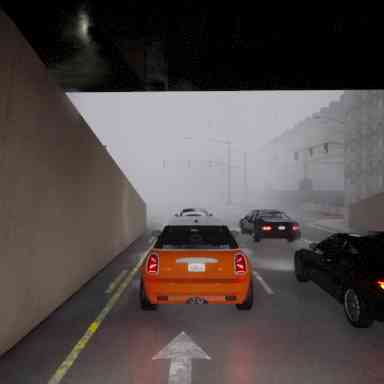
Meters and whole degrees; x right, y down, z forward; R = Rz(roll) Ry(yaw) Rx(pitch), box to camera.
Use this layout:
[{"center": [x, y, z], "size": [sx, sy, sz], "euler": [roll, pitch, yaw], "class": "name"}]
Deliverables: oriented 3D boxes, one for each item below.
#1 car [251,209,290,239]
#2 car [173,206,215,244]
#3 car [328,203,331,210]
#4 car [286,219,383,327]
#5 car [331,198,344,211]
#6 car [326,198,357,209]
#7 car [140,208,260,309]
[{"center": [3.628, 1.547, 16.362], "size": [2.033, 1.411, 5.357], "euler": [0, 0, -3], "class": "car"}, {"center": [0.095, 1.526, 16.691], "size": [1.812, 1.442, 4.674], "euler": [0, 0, 0], "class": "car"}, {"center": [17.527, 1.452, 38.861], "size": [2.038, 1.542, 4.974], "euler": [0, 0, 45], "class": "car"}, {"center": [3.585, 1.526, 6.870], "size": [1.812, 1.442, 4.674], "euler": [0, 0, 0], "class": "car"}, {"center": [17.424, 1.452, 34.254], "size": [2.038, 1.542, 4.974], "euler": [0, 0, -35], "class": "car"}, {"center": [17.563, 1.295, 38.898], "size": [1.853, 1.218, 4.536], "euler": [0, 0, 45], "class": "car"}, {"center": [0.087, 1.352, 8.013], "size": [2.097, 1.767, 4.553], "euler": [0, 0, 0], "class": "car"}]
